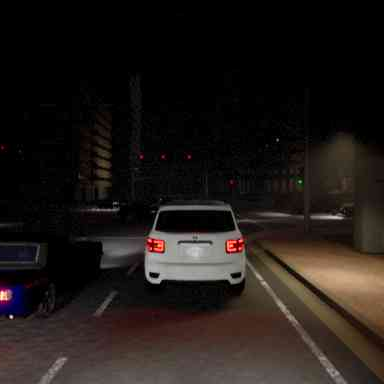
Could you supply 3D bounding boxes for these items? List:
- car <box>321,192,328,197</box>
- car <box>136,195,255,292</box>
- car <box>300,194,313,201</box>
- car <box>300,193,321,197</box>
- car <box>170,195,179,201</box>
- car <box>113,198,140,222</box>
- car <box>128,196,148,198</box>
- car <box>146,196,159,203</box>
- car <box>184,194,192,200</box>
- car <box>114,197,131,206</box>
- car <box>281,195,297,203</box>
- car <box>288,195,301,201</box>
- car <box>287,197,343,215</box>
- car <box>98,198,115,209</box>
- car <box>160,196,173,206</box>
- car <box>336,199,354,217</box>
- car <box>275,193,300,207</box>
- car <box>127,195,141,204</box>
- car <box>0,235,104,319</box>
[{"bbox_3d":[30.159,1.110,79.658,1.932,1.855,4.605,0,0,0],"label":"car"},{"bbox_3d":[0.094,1.217,9.055,2.150,2.045,5.566,0,0,1],"label":"car"},{"bbox_3d":[27.475,1.321,79.605,1.784,1.438,3.905,0,0,0],"label":"car"},{"bbox_3d":[16.136,1.131,47.026,1.905,1.878,3.866,0,0,0],"label":"car"},{"bbox_3d":[-4.474,1.507,84.583,1.994,1.385,4.181,0,0,0],"label":"car"},{"bbox_3d":[-3.226,1.477,25.645,4.902,1.511,2.128,0,0,-1],"label":"car"},{"bbox_3d":[-7.906,1.452,47.761,1.882,1.535,5.008,0,0,0],"label":"car"},{"bbox_3d":[-7.911,1.511,67.642,2.033,1.411,5.357,0,0,0],"label":"car"},{"bbox_3d":[-0.979,1.257,85.780,1.882,1.535,5.008,0,0,0],"label":"car"},{"bbox_3d":[-11.432,1.571,55.254,1.895,1.301,4.718,0,0,0],"label":"car"},{"bbox_3d":[18.826,1.360,64.496,1.970,1.475,3.806,0,0,0],"label":"car"},{"bbox_3d":[24.580,1.352,79.603,1.970,1.475,3.806,0,0,0],"label":"car"},{"bbox_3d":[12.298,1.487,32.849,4.892,1.490,1.837,0,0,0],"label":"car"},{"bbox_3d":[-11.401,1.523,45.662,2.033,1.411,5.357,0,0,0],"label":"car"},{"bbox_3d":[-4.250,1.475,55.325,1.837,1.490,4.892,0,0,0],"label":"car"},{"bbox_3d":[15.453,1.548,29.314,4.181,1.385,1.994,0,0,1],"label":"car"},{"bbox_3d":[13.242,1.128,47.078,1.932,1.855,4.605,0,0,0],"label":"car"},{"bbox_3d":[-11.420,1.442,65.740,1.882,1.535,5.008,0,0,0],"label":"car"},{"bbox_3d":[-3.419,1.597,7.304,1.895,1.301,4.718,0,0,1],"label":"car"}]
